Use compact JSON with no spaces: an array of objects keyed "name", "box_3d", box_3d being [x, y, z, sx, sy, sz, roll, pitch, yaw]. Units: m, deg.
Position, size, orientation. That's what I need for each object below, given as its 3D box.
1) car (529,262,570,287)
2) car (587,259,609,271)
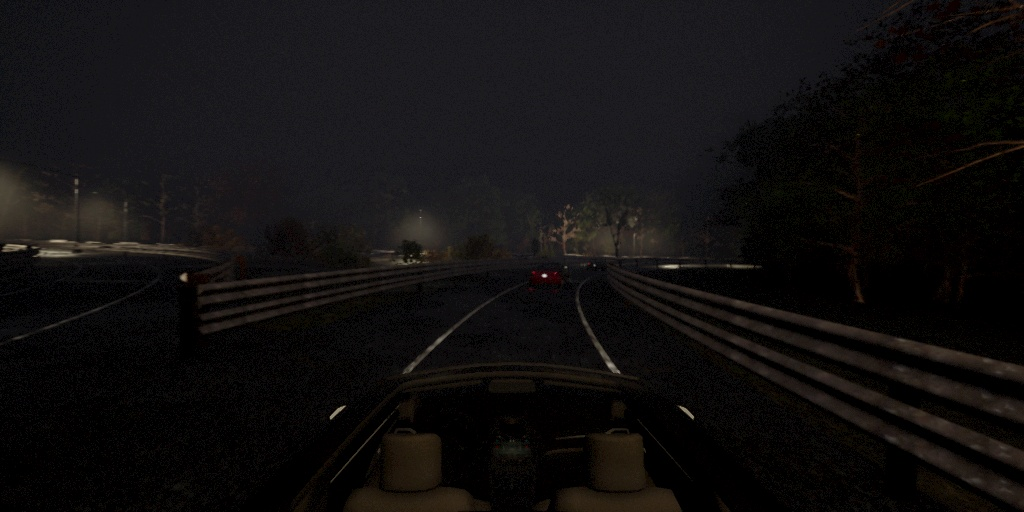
[{"name":"car","box_3d":[2.415,1.075,22.183,1.994,1.385,4.181,1,1,16]},{"name":"car","box_3d":[10.218,1.008,41.672,1.994,1.385,4.181,1,1,30]}]
